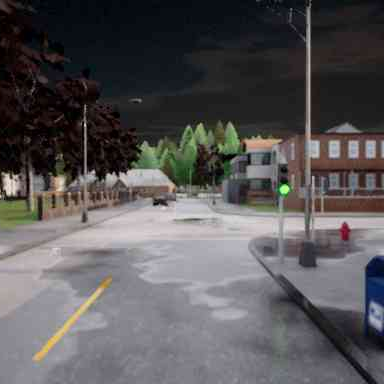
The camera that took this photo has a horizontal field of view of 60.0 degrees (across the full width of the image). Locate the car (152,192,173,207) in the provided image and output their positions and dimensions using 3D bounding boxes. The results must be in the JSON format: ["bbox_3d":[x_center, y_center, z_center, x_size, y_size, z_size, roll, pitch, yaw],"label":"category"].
[{"bbox_3d":[-3.960,1.118,43.177,2.033,1.411,5.357,0,1,0],"label":"car"}]

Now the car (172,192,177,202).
[{"bbox_3d":[-3.846,0.768,58.691,2.097,1.767,4.553,0,1,0],"label":"car"}]
